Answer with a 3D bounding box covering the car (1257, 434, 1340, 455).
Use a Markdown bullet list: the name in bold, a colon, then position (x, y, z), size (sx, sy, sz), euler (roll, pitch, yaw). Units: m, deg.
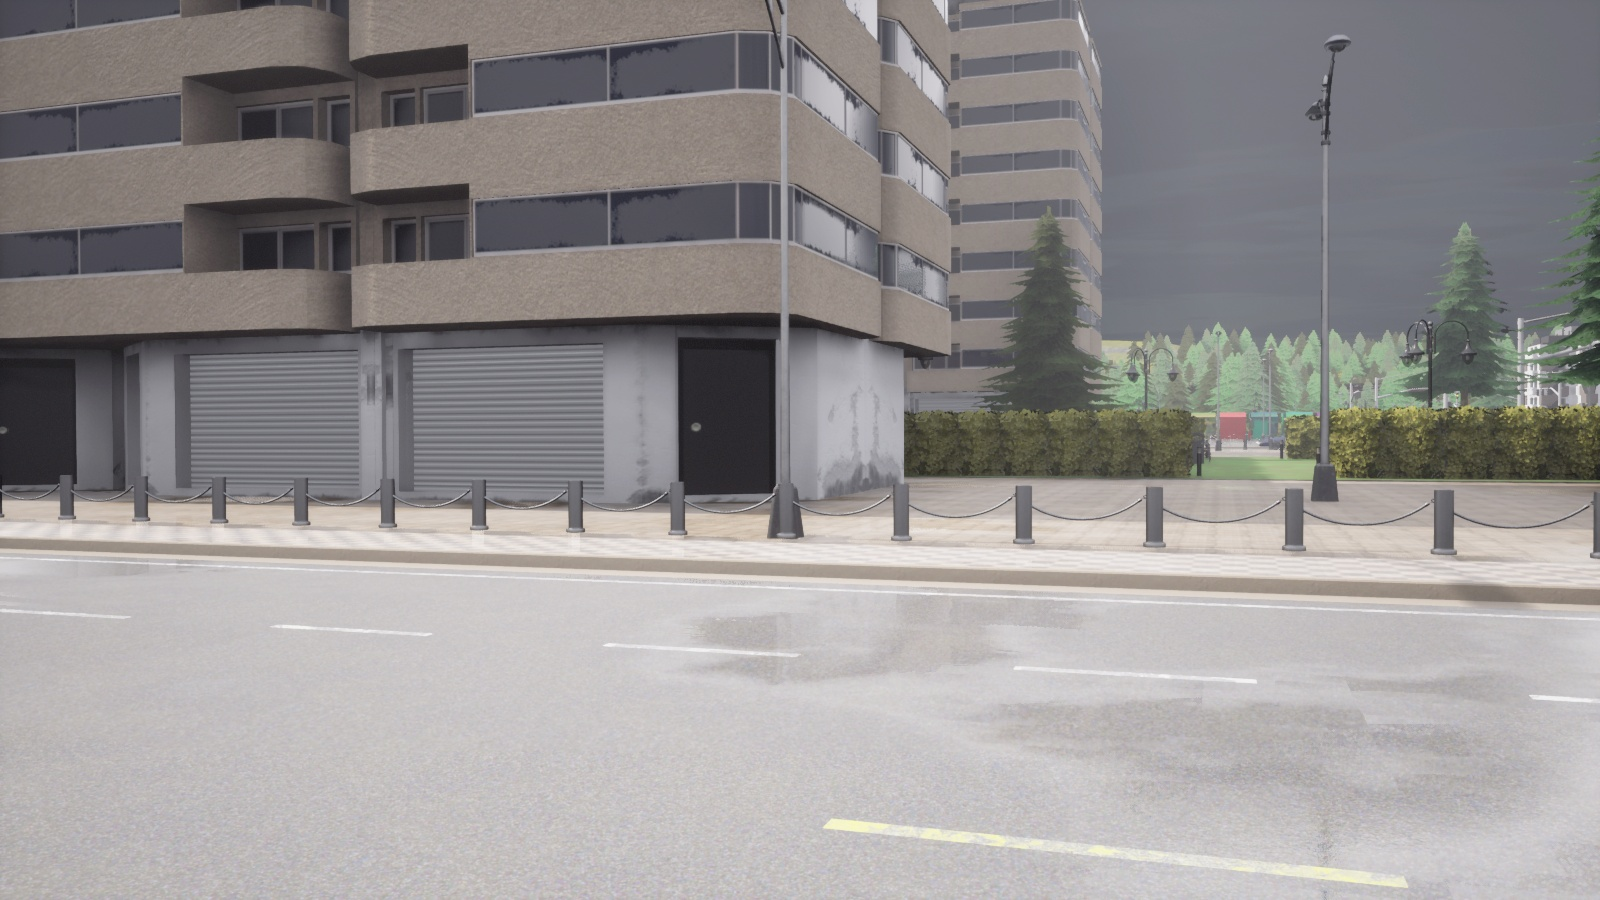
- **car**: position (35.243, -0.418, 88.975), size (5.357, 1.411, 2.033), euler (1, 1, 18)
